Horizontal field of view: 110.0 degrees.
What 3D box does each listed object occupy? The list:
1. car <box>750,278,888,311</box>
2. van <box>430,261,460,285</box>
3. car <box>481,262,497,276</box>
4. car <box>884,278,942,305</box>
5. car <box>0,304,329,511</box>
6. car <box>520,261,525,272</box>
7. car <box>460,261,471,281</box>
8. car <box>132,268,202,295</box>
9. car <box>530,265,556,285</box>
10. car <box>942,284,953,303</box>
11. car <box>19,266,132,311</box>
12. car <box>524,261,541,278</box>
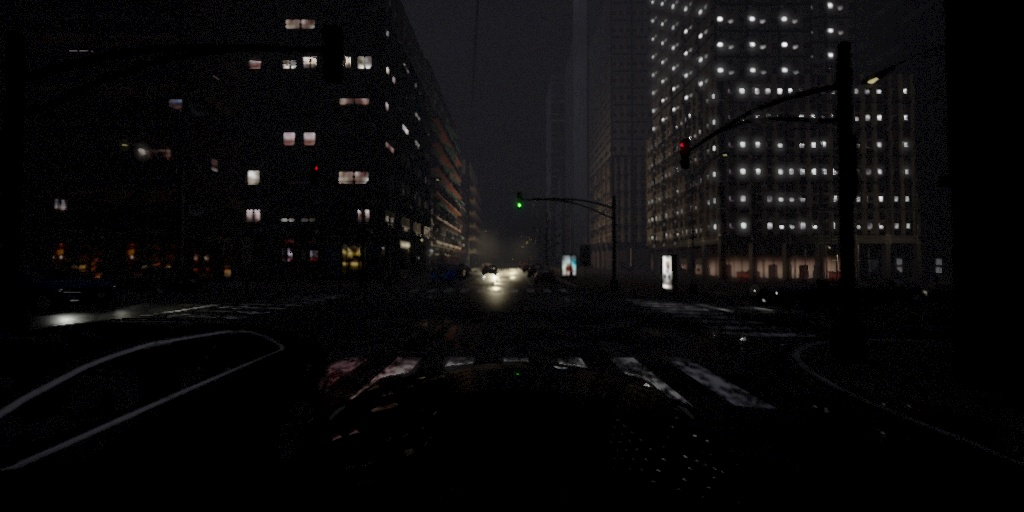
[{"bbox_3d":[13.735,1.750,16.396,4.718,1.301,1.895,1,-1,1],"label":"car"},{"bbox_3d":[-5.666,1.409,29.903,1.690,1.789,3.998,0,0,0],"label":"van"},{"bbox_3d":[-2.962,1.815,47.570,2.033,1.411,5.357,0,-1,0],"label":"car"},{"bbox_3d":[19.408,1.835,19.109,4.403,1.370,2.007,0,0,0],"label":"car"},{"bbox_3d":[-3.001,1.246,2.110,2.128,1.511,4.902,0,-1,0],"label":"car"},{"bbox_3d":[2.739,1.829,57.531,1.967,1.591,4.097,0,0,0],"label":"car"},{"bbox_3d":[-5.661,1.446,35.431,2.192,1.841,5.009,0,0,0],"label":"car"},{"bbox_3d":[-18.780,1.287,18.744,4.313,1.339,1.948,0,0,0],"label":"car"},{"bbox_3d":[2.715,1.651,29.895,1.802,1.307,4.207,0,0,0],"label":"car"},{"bbox_3d":[24.977,1.917,19.143,4.403,1.370,2.007,0,0,0],"label":"car"},{"bbox_3d":[-17.425,1.108,12.979,5.008,1.535,1.882,1,-1,-2],"label":"car"},{"bbox_3d":[2.725,1.636,40.950,1.967,1.591,4.097,0,0,0],"label":"car"}]
